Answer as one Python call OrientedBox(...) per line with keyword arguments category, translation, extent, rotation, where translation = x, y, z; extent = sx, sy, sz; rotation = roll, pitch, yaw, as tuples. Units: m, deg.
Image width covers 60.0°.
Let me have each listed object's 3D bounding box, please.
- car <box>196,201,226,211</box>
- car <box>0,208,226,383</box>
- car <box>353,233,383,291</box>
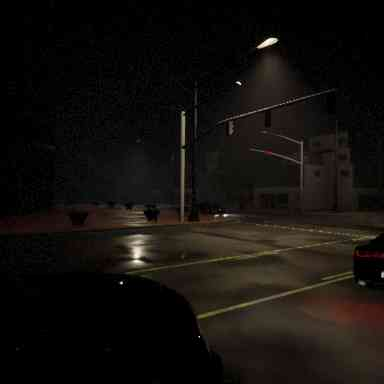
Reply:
OrientedBox(category="car", translation=(1.756, 1.656, 36.088), extent=(1.994, 1.385, 4.181), rotation=(1, -1, -35))
OrientedBox(category="car", translation=(-2.387, 1.222, 2.042), extent=(5.566, 2.045, 2.150), rotation=(0, 0, -36))
OrientedBox(category="car", translation=(5.885, 1.498, 7.974), extent=(5.008, 1.535, 1.882), rotation=(0, 0, -35))
